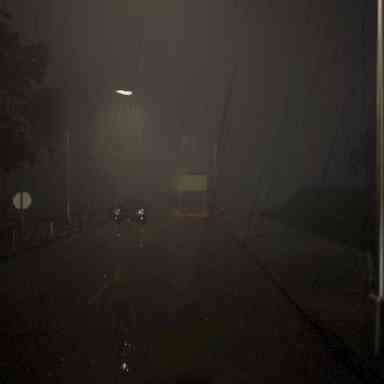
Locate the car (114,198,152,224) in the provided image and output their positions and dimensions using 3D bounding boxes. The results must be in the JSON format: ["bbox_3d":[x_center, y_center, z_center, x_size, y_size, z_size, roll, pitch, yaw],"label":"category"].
[{"bbox_3d":[-4.097,1.262,23.692,2.097,1.767,4.553,0,0,0],"label":"car"}]

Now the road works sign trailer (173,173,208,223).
[{"bbox_3d":[-0.002,0.371,24.901,2.380,3.560,2.880,0,0,0],"label":"road works sign trailer"}]

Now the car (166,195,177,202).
[{"bbox_3d":[-4.011,1.341,65.553,1.895,1.301,4.718,0,0,0],"label":"car"}]
